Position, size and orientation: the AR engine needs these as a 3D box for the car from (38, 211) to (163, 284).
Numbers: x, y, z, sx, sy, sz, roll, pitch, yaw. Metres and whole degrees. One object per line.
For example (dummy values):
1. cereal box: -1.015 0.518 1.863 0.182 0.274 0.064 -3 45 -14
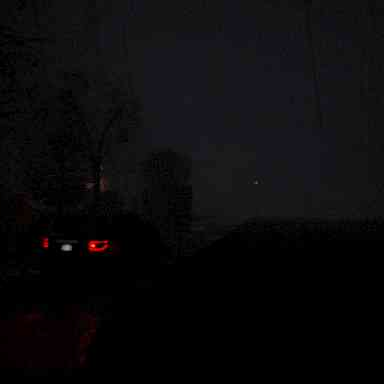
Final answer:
1. car: -2.720 1.674 11.333 2.150 2.045 5.566 1 -2 12
